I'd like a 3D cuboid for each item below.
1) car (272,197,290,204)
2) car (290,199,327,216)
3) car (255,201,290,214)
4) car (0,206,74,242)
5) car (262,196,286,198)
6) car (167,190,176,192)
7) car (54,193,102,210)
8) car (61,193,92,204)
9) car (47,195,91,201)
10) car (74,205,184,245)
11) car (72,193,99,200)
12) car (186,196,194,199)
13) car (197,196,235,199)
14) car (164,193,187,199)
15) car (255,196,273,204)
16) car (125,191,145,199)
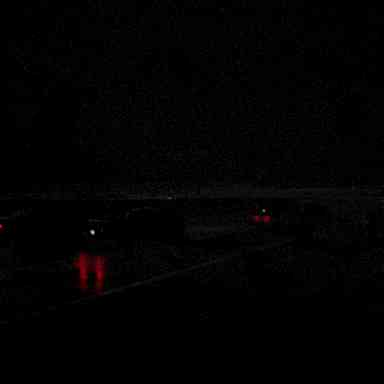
[{"bbox_3d":[18.737,1.768,69.681,1.882,1.535,5.008,1,-1,38],"label":"car"},{"bbox_3d":[11.620,1.450,32.334,1.882,1.535,5.008,1,0,38],"label":"car"},{"bbox_3d":[8.333,1.523,33.822,1.895,1.301,4.718,1,0,38],"label":"car"},{"bbox_3d":[-6.411,1.345,15.200,2.033,1.411,5.357,1,1,38],"label":"car"},{"bbox_3d":[15.102,1.614,59.460,2.128,1.511,4.902,1,-1,39],"label":"car"},{"bbox_3d":[-4.671,0.218,77.389,1.812,1.442,4.674,1,2,25],"label":"car"},{"bbox_3d":[-12.331,0.979,36.215,2.097,1.767,4.553,1,0,38],"label":"car"},{"bbox_3d":[-16.979,0.897,49.103,1.994,1.385,4.181,1,1,22],"label":"car"},{"bbox_3d":[-10.878,1.208,26.791,1.812,1.442,4.674,1,0,38],"label":"car"},{"bbox_3d":[-2.317,1.334,14.730,2.128,1.511,4.902,1,0,38],"label":"car"},{"bbox_3d":[-11.216,1.133,31.996,1.882,1.535,5.008,1,0,38],"label":"car"},{"bbox_3d":[1.655,1.393,48.207,1.994,1.385,4.181,1,0,39],"label":"car"},{"bbox_3d":[3.250,1.328,44.595,1.882,1.535,5.008,1,0,39],"label":"car"},{"bbox_3d":[-1.641,1.255,49.682,1.882,1.535,5.008,1,0,39],"label":"car"},{"bbox_3d":[15.380,1.727,71.080,1.837,1.490,4.892,1,-1,38],"label":"car"},{"bbox_3d":[-10.878,0.550,63.674,2.128,1.511,4.902,1,2,24],"label":"car"}]
